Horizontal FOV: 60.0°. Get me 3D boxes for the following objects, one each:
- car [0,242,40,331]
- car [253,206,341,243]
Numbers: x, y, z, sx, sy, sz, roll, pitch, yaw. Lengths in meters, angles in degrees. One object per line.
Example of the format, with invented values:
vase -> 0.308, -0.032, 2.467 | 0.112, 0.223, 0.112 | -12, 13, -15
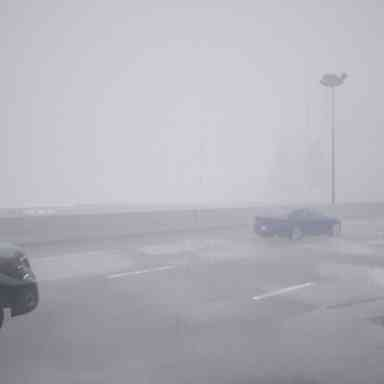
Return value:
car -> -5.110, 1.231, 4.401 | 5.566, 2.045, 2.150 | -1, 0, -35
car -> 5.164, 1.428, 16.021 | 5.008, 1.535, 1.882 | 0, 0, -35
